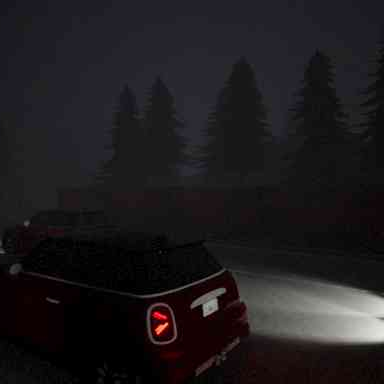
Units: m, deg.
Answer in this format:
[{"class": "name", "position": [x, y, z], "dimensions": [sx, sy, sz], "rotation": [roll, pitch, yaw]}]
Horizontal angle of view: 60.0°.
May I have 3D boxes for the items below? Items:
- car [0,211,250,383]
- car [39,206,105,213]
[{"class": "car", "position": [-1.518, 1.350, 5.070], "dimensions": [4.553, 1.767, 2.097], "rotation": [0, 0, 35]}, {"class": "car", "position": [-4.605, 1.349, 11.570], "dimensions": [4.553, 1.767, 2.097], "rotation": [0, 0, 35]}]
